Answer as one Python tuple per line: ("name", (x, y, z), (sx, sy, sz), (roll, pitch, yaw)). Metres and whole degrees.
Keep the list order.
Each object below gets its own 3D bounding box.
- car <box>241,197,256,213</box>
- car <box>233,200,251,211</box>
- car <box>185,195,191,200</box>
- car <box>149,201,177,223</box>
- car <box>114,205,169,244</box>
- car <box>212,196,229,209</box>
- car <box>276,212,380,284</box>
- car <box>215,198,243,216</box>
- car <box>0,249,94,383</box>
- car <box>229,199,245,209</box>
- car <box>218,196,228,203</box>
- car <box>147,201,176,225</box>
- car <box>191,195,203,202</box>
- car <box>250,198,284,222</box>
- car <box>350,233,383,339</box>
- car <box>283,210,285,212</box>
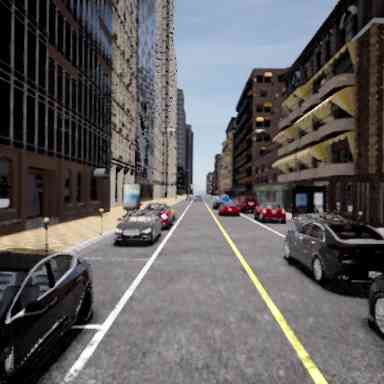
("car", (6.394, 1.429, 38.116), (2.192, 1.841, 5.009), (1, 0, 1))
("car", (6.499, 1.704, 43.764), (1.802, 1.307, 4.206), (1, 0, 1))
("car", (-0.901, 1.570, 94.753), (1.967, 1.590, 4.097), (1, 0, 1))
("car", (-2.208, 1.529, 26.812), (1.752, 1.417, 4.829), (1, 0, 1))
("car", (-2.422, 1.539, 15.687), (2.008, 1.369, 4.403), (1, 0, 1))
("car", (3.861, 1.660, 46.216), (1.994, 1.385, 4.181), (1, 0, 1))
("car", (4.053, 1.559, 9.679), (1.837, 1.490, 4.892), (1, 0, 1))
("car", (3.668, 1.642, 33.479), (1.994, 1.385, 4.181), (1, 0, 2))
("car", (-2.640, 1.541, 4.392), (1.947, 1.339, 4.313), (1, 0, 1))
("car", (6.608, 1.713, 49.411), (1.802, 1.307, 4.206), (1, 0, 1))
("car", (7.151, 1.753, 77.649), (1.947, 1.339, 4.313), (1, 0, 1))
("car", (-2.312, 1.436, 21.336), (1.967, 1.590, 4.097), (1, 0, 1))
("car", (1.588, 1.489, 84.201), (2.097, 1.767, 4.553), (1, 0, 1))
("car", (6.175, 1.537, 26.821), (1.967, 1.590, 4.097), (1, 0, 1))
("car", (3.849, 1.552, 3.682), (1.837, 1.490, 4.892), (1, 0, 1))
("car", (5.957, 1.632, 15.527), (2.008, 1.369, 4.403), (1, 0, 1))
